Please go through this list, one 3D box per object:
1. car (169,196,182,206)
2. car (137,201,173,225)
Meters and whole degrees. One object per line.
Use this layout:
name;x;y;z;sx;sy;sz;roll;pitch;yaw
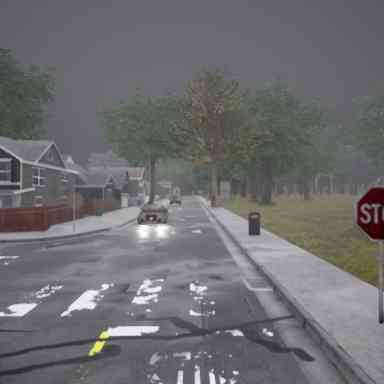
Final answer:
car;-2.640;1.366;54.385;1.882;1.535;5.008;0;0;0
car;-2.704;1.575;24.102;1.994;1.385;4.181;0;0;0
